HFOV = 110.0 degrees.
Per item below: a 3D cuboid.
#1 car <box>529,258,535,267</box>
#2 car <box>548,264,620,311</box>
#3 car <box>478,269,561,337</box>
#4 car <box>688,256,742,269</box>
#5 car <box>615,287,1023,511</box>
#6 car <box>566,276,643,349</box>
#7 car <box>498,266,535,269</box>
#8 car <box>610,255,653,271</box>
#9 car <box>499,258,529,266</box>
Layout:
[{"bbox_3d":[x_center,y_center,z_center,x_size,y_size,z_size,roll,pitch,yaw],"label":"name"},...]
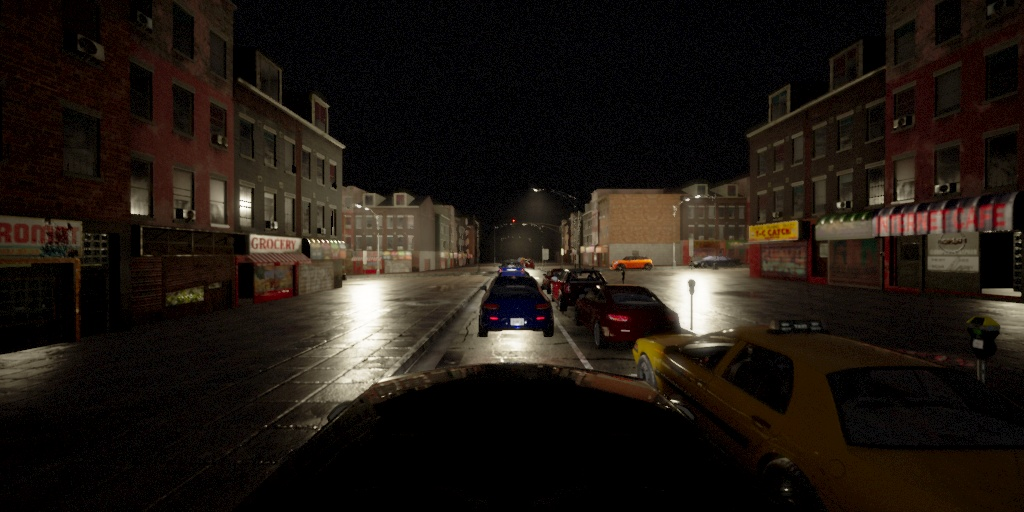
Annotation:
[{"bbox_3d":[2.606,1.301,57.133,1.967,1.591,4.097,0,0,0],"label":"car"},{"bbox_3d":[2.631,1.192,14.326,1.967,1.591,4.097,0,0,0],"label":"car"},{"bbox_3d":[0.068,1.276,10.153,1.812,1.442,4.674,0,0,-1],"label":"car"},{"bbox_3d":[22.822,0.678,40.333,5.357,1.411,2.033,-2,0,0],"label":"car"},{"bbox_3d":[2.637,1.275,3.562,1.751,1.417,4.829,0,0,0],"label":"car"},{"bbox_3d":[2.634,1.332,8.859,1.802,1.307,4.207,0,0,0],"label":"car"},{"bbox_3d":[0.096,1.356,17.555,1.895,1.301,4.718,0,0,0],"label":"car"},{"bbox_3d":[13.335,0.729,40.307,4.553,1.767,2.097,-1,0,0],"label":"car"},{"bbox_3d":[-0.026,1.121,27.453,2.097,1.767,4.553,0,0,0],"label":"car"}]
